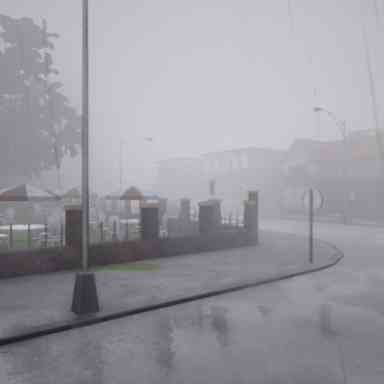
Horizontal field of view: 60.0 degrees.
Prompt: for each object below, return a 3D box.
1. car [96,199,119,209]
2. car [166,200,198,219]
[{"bbox_3d":[-11.458,1.554,43.828,2.033,1.411,5.357,0,0,-35],"label":"car"},{"bbox_3d":[-1.390,1.497,29.686,2.128,1.511,4.902,0,0,-36],"label":"car"}]
